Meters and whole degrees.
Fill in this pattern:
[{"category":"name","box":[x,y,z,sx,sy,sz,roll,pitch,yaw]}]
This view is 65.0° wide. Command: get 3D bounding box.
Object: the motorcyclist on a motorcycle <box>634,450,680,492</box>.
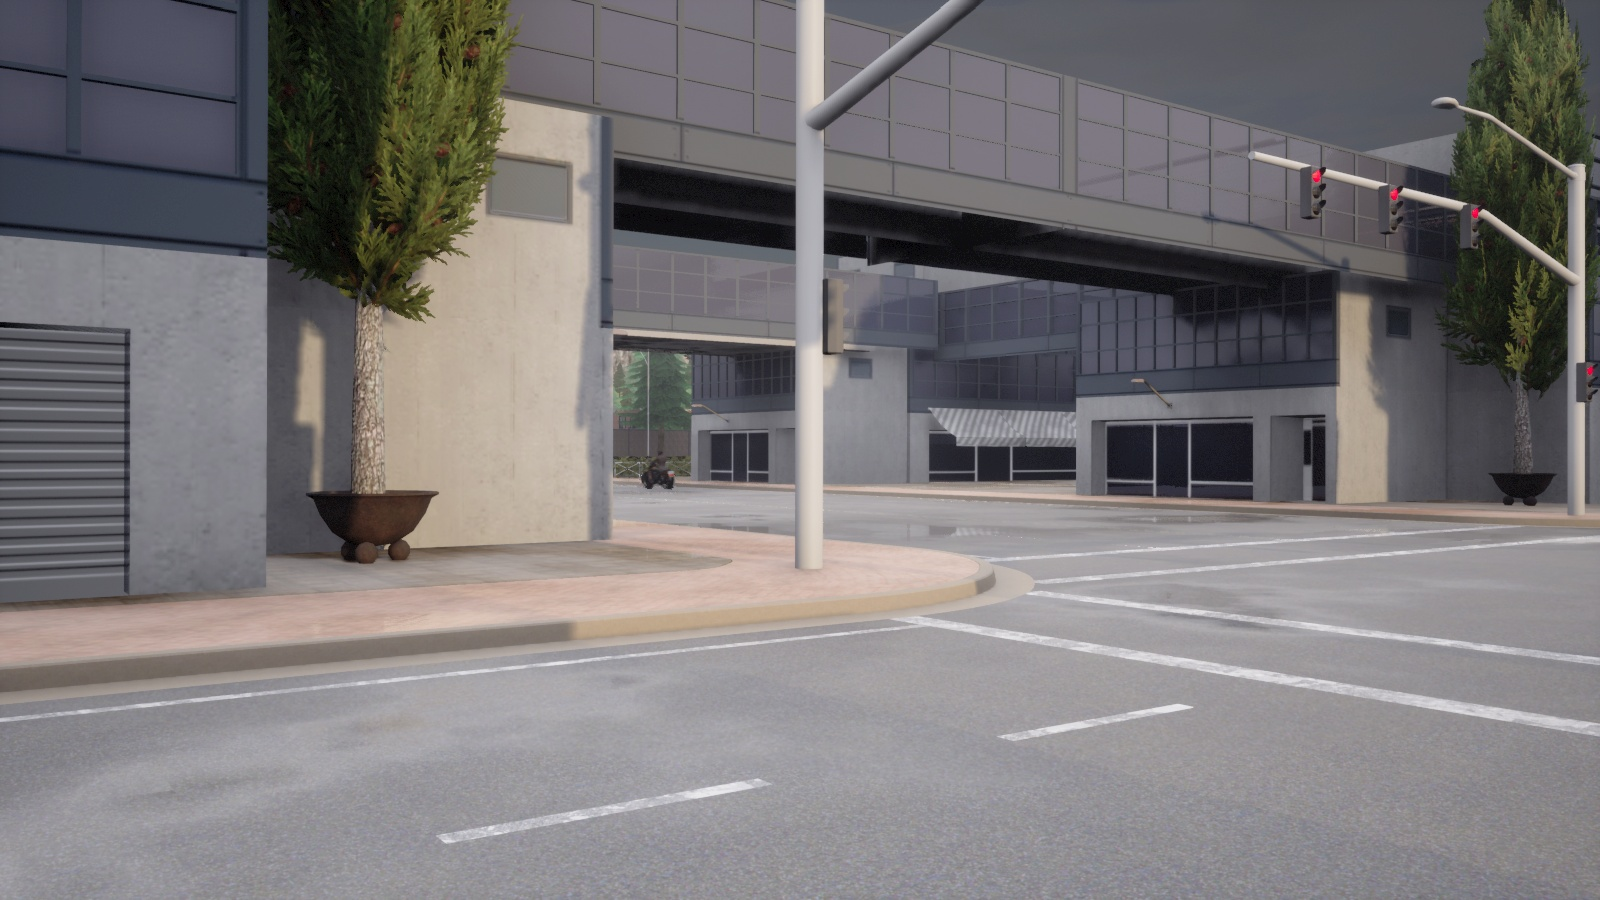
[{"category":"motorcyclist on a motorcycle","box":[-5.794,0.832,50.798,0.766,1.649,2.350,0,0,-36]}]
